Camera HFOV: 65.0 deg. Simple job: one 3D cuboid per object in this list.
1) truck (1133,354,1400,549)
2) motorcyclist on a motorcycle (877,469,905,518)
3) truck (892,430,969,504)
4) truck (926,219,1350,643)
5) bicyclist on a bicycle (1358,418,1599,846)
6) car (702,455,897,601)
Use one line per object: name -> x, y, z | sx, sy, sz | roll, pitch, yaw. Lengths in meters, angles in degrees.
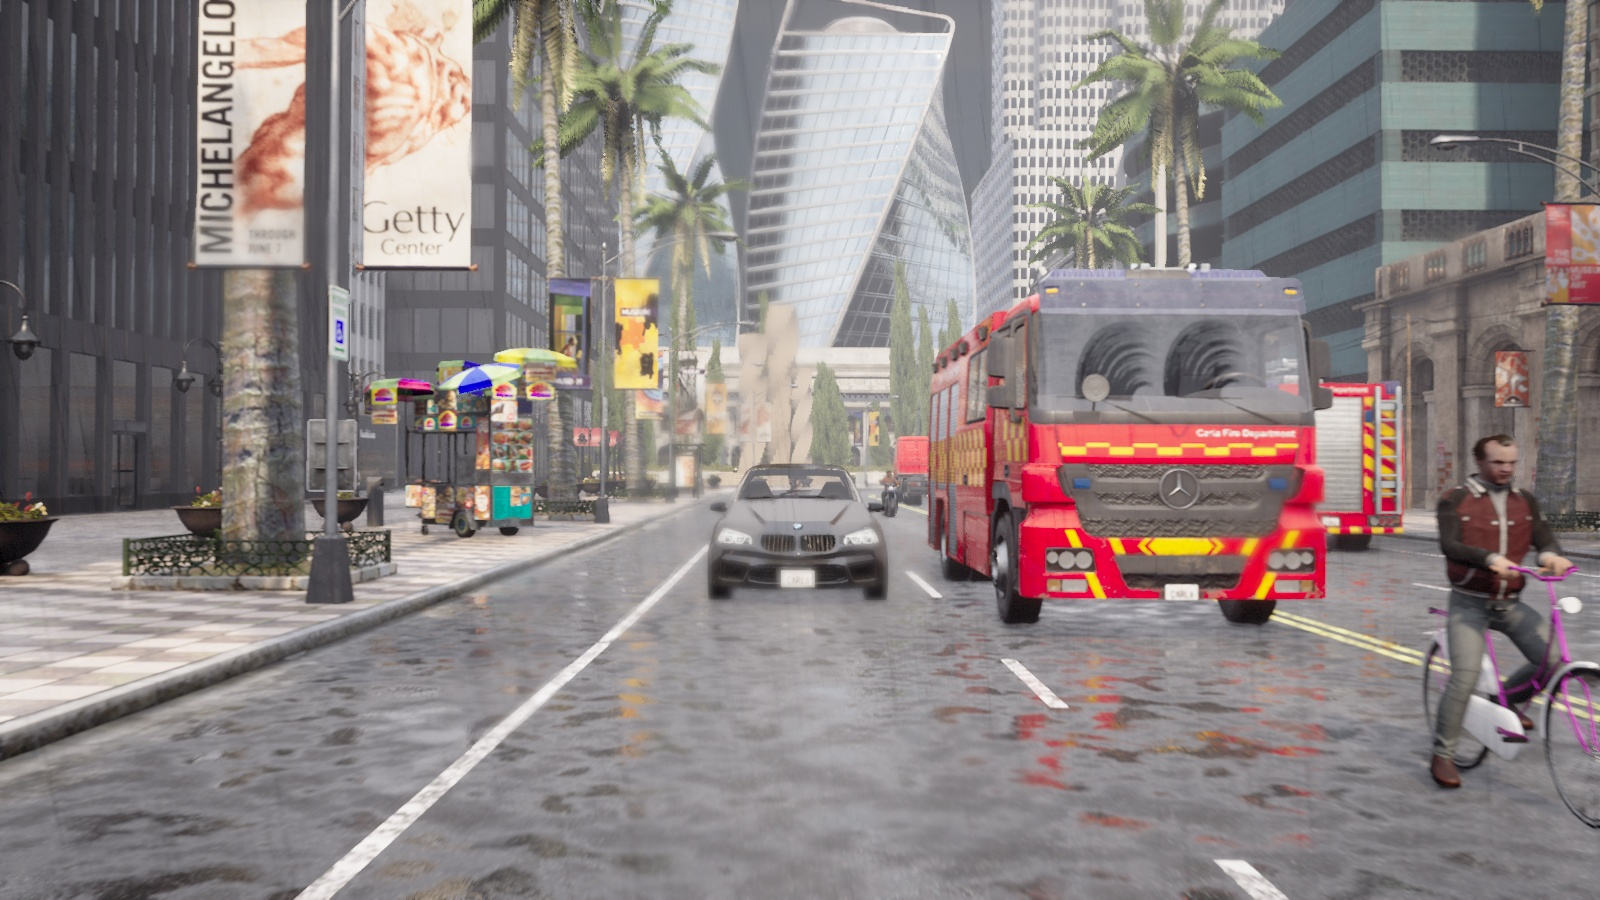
truck -> 10.318, 0.094, 29.005 | 2.891, 3.827, 8.468 | 0, -1, -1
motorcyclist on a motorcycle -> 3.128, 1.479, 43.423 | 0.766, 1.649, 2.350 | 0, -1, -1
truck -> 6.367, 0.856, 62.640 | 2.891, 3.462, 7.936 | 0, -1, -1
truck -> 3.475, -0.102, 15.597 | 2.891, 3.827, 8.468 | 0, -1, 0
bicyclist on a bicycle -> 3.487, 0.774, 6.151 | 0.659, 1.776, 1.843 | 0, -1, 0
car -> -0.028, 0.939, 16.743 | 2.242, 1.667, 4.611 | 0, -1, -1
